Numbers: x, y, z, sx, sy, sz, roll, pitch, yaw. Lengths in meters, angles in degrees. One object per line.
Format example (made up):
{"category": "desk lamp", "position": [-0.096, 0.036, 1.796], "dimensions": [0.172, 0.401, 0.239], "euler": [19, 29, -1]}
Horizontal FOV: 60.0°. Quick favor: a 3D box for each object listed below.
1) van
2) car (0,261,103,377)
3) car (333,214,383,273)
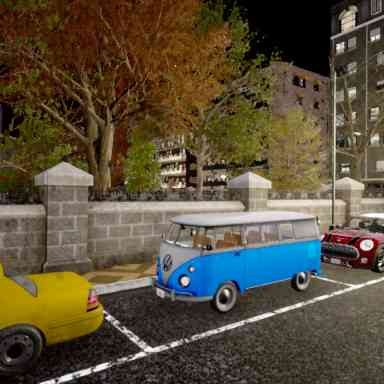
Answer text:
{"category": "van", "position": [1.132, 1.342, 7.347], "dimensions": [3.998, 1.788, 1.690], "euler": [0, 1, -35]}
{"category": "car", "position": [-3.581, 1.525, 3.995], "dimensions": [4.829, 1.417, 1.752], "euler": [0, 1, -35]}
{"category": "car", "position": [5.705, 1.442, 10.604], "dimensions": [4.097, 1.590, 1.967], "euler": [0, 1, -35]}
